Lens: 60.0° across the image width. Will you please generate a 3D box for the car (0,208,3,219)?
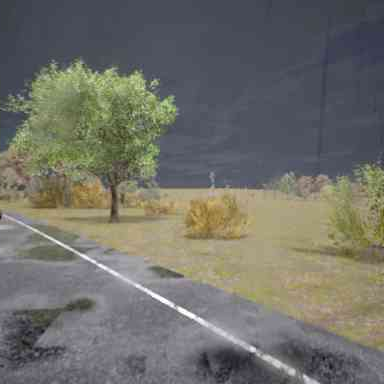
[{"bbox_3d":[-18.233,1.664,29.733,1.994,1.385,4.181,0,0,-36],"label":"car"}]
